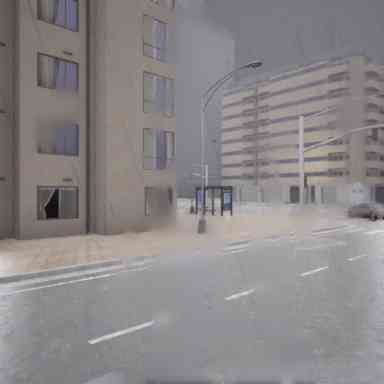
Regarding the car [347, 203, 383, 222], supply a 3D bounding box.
[{"bbox_3d":[14.438,1.608,26.588,1.994,1.385,4.181,0,0,-11],"label":"car"}]
